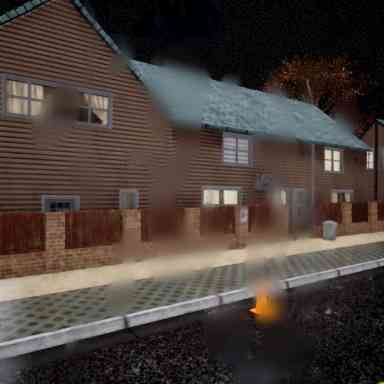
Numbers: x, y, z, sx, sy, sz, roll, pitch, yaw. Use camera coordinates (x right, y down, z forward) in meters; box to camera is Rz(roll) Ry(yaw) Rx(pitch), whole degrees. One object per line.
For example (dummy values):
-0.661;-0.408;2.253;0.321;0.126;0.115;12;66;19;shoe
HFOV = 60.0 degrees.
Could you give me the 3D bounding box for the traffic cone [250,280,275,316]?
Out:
1.324;1.955;6.247;0.340;0.580;0.340;0;0;-34;traffic cone
